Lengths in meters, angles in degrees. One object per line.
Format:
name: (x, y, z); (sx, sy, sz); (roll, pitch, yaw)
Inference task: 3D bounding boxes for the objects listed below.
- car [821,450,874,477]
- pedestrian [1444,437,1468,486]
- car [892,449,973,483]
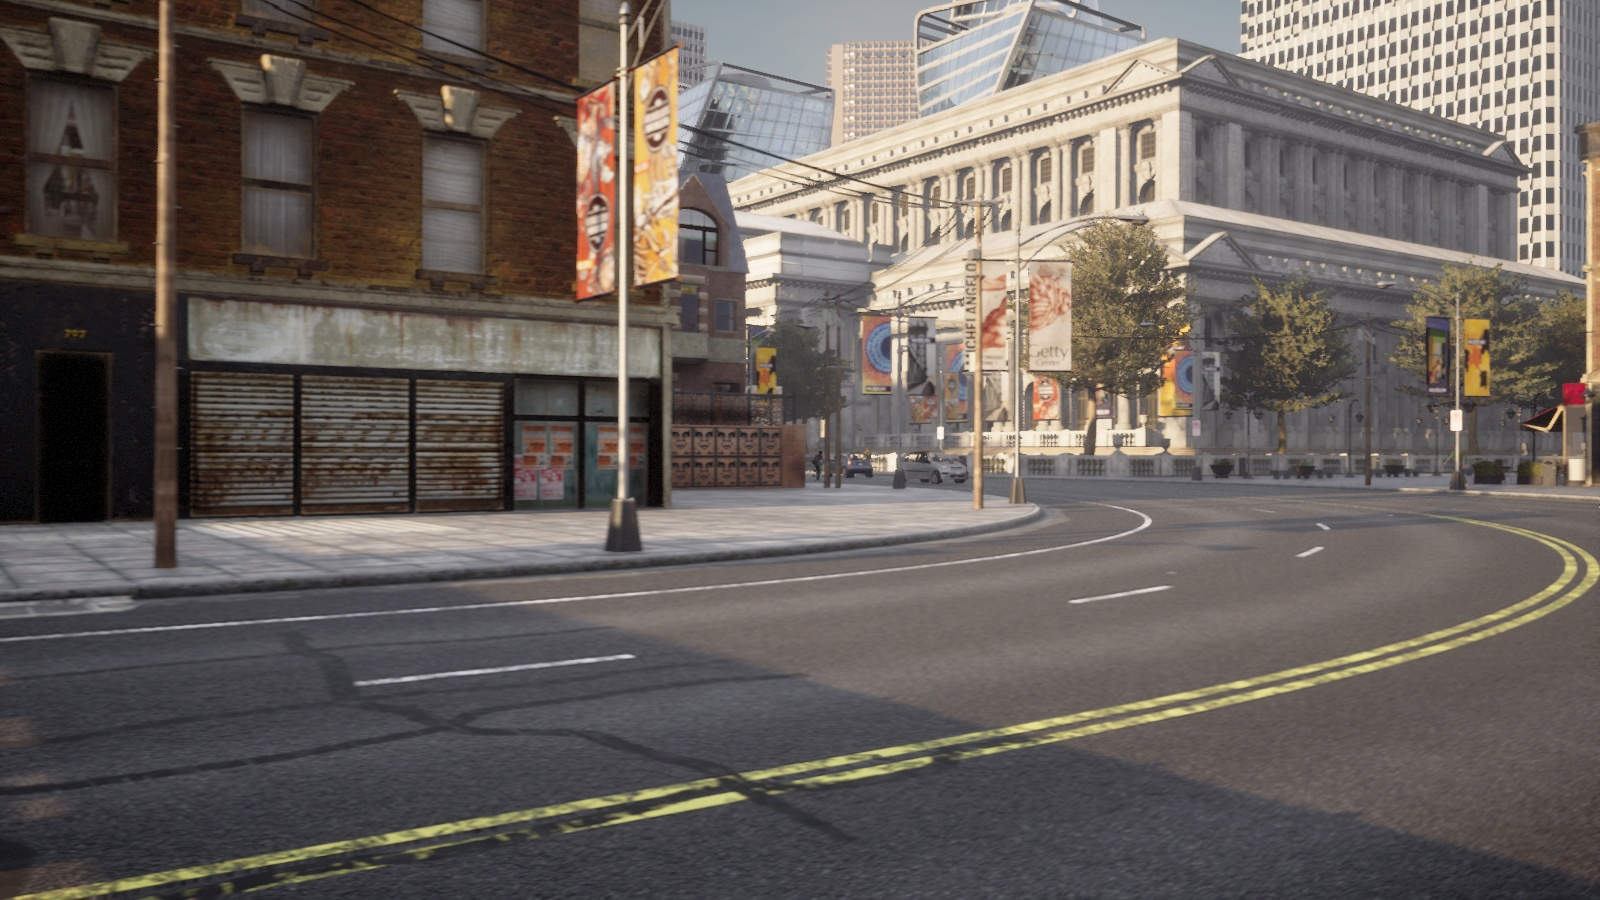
car: (2.870, 0.827, 76.709); (1.851, 1.617, 3.988); (0, 0, -21)
pedestrian: (26.413, 0.472, 50.548); (0.423, 1.949, 0.788); (0, 0, -18)
car: (6.517, 0.783, 62.041); (1.851, 1.617, 3.988); (0, 0, -33)
